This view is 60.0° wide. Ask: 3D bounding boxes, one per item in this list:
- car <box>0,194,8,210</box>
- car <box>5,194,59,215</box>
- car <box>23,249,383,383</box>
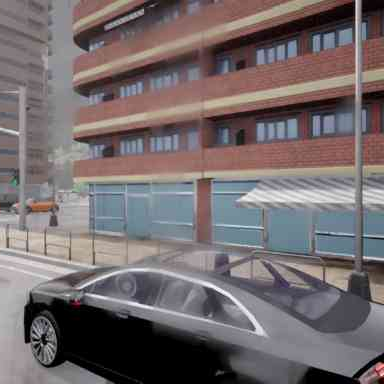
[{"bbox_3d":[-20.174,1.221,35.029,2.150,2.045,5.566,0,0,35],"label":"car"},{"bbox_3d":[-16.249,1.352,34.471,2.097,1.767,4.553,0,0,36],"label":"car"},{"bbox_3d":[-0.172,1.491,4.112,4.902,1.511,2.128,0,0,35],"label":"car"}]
